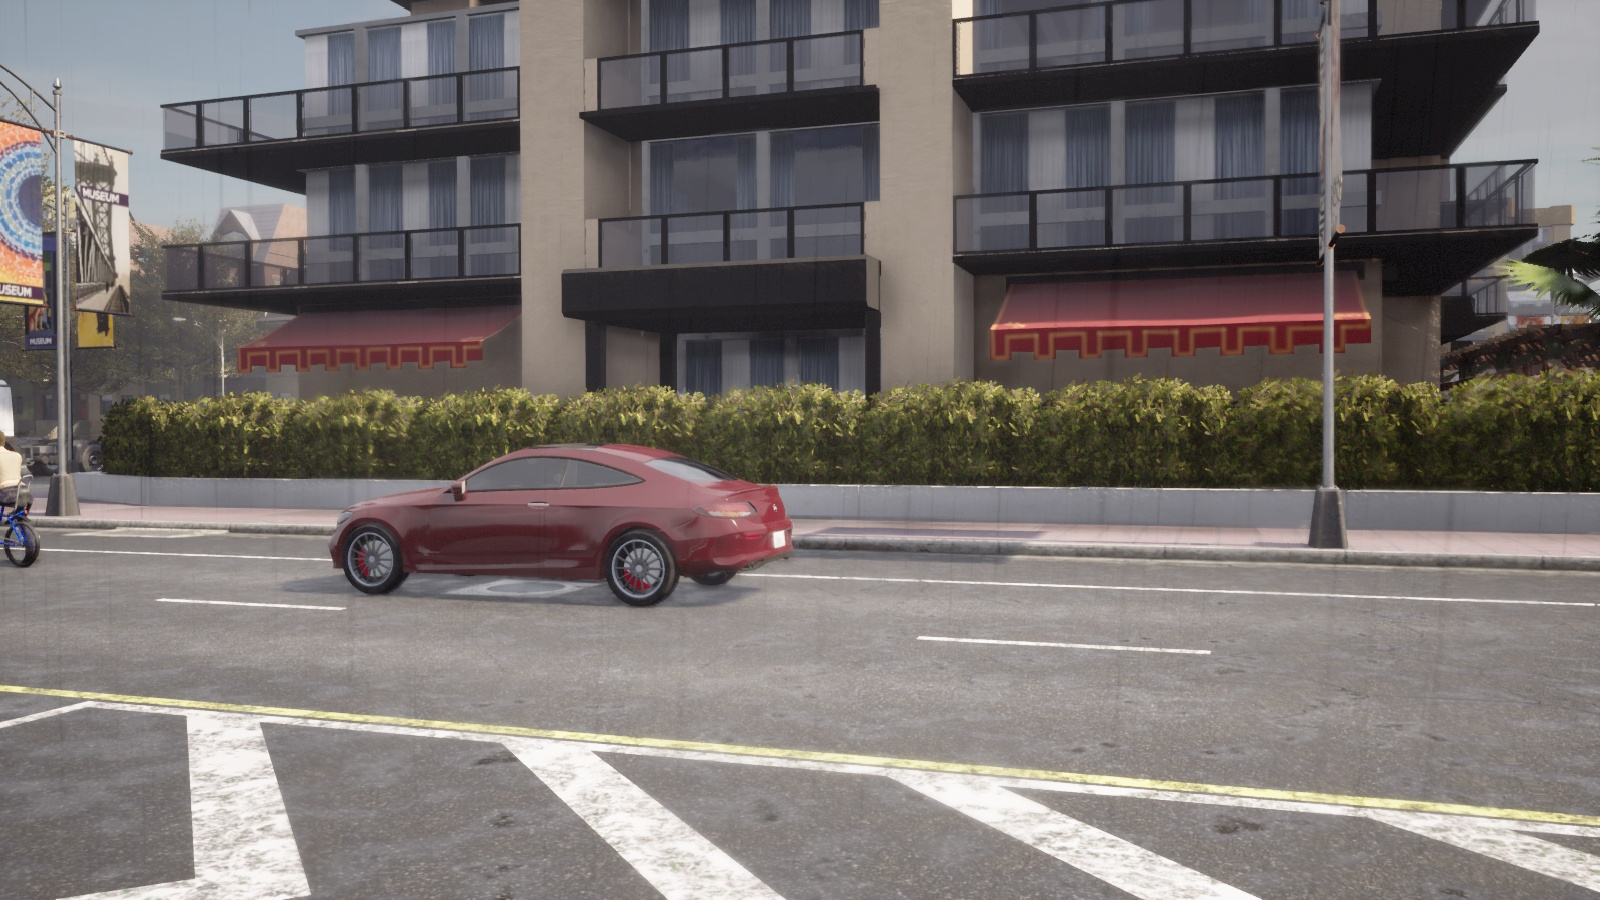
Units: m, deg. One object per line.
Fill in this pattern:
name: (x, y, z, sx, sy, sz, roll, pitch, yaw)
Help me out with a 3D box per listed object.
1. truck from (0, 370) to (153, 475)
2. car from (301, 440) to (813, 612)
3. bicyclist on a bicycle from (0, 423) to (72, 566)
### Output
truck: (-26.963, -0.961, 43.958, 2.891, 3.462, 7.936, 1, 1, 18)
car: (-2.382, 0.645, 12.406, 4.674, 1.442, 1.812, 1, 1, 19)
bicyclist on a bicycle: (-9.546, 0.490, 14.820, 1.509, 1.612, 0.866, 1, 1, 19)
